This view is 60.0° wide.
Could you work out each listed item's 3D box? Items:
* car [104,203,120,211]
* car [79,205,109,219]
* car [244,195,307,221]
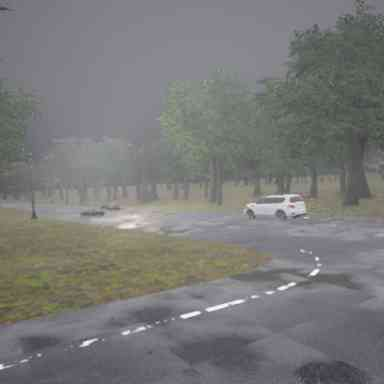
[{"bbox_3d":[-14.154,2.527,56.997,2.033,1.411,5.357,-4,1,-36],"label":"car"},{"bbox_3d":[-13.076,2.717,43.528,1.895,1.301,4.718,-4,1,-37],"label":"car"},{"bbox_3d":[6.944,1.303,28.223,2.150,2.045,5.566,-4,1,-36],"label":"car"}]
